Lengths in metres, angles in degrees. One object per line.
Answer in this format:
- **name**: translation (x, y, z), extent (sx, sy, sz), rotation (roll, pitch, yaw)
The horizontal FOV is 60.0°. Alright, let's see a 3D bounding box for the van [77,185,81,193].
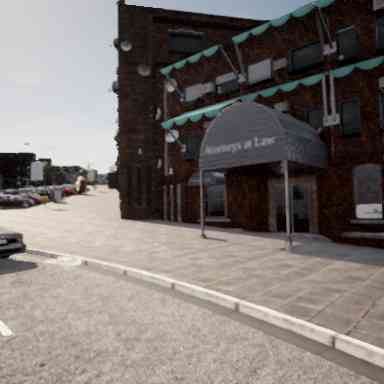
- **van**: translation (-25.585, -0.379, 67.506), extent (4.442, 1.987, 1.878), rotation (-1, 2, -30)

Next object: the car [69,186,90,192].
- **car**: translation (-28.880, -0.880, 85.445), extent (4.892, 1.521, 2.231), rotation (-1, 2, -30)

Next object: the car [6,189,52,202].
- **car**: translation (-21.627, 0.823, 43.380), extent (5.366, 1.575, 1.946), rotation (-1, 3, -30)

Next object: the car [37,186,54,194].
- **car**: translation (-31.534, -0.426, 71.801), extent (2.128, 1.511, 4.902), rotation (-1, 2, -10)

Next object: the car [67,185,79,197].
- **car**: translation (-25.163, -0.029, 64.453), extent (4.892, 1.521, 2.231), rotation (-1, 2, -30)

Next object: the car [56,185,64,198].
- **car**: translation (-22.541, 0.330, 49.440), extent (5.566, 2.045, 2.435), rotation (-1, 3, -30)

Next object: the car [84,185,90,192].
- **car**: translation (-27.772, -0.611, 79.466), extent (4.792, 1.488, 2.163), rotation (-1, 2, -30)

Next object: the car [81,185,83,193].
- **car**: translation (-26.241, -0.399, 70.433), extent (4.553, 1.767, 2.185), rotation (-1, 2, -30)

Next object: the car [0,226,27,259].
- **car**: translation (-8.186, 1.605, 11.692), extent (5.357, 1.411, 2.033), rotation (0, -2, 29)

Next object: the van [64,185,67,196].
- **van**: translation (-23.673, 0.112, 55.392), extent (4.442, 1.987, 1.878), rotation (-1, 3, -30)

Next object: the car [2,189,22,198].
- **car**: translation (-32.919, 0.167, 60.924), extent (1.812, 1.442, 4.674), rotation (-1, 2, -10)

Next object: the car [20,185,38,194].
- **car**: translation (-34.658, -0.565, 70.792), extent (2.097, 1.767, 4.553), rotation (-1, 2, -10)

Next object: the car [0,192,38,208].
- **car**: translation (-20.422, 1.070, 37.482), extent (4.892, 1.521, 2.231), rotation (-1, 2, -30)

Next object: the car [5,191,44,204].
- **car**: translation (-20.938, 0.987, 40.479), extent (4.674, 1.452, 2.002), rotation (-1, 3, -30)

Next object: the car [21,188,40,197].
- **car**: translation (-29.718, 0.093, 61.483), extent (1.882, 1.535, 5.008), rotation (-1, 2, -10)

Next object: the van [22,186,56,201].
- **van**: translation (-21.892, 0.476, 46.524), extent (4.442, 1.987, 1.878), rotation (-1, 2, -30)

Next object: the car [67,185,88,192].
- **car**: translation (-28.300, -0.886, 82.454), extent (4.553, 1.767, 2.185), rotation (-1, 3, -30)
